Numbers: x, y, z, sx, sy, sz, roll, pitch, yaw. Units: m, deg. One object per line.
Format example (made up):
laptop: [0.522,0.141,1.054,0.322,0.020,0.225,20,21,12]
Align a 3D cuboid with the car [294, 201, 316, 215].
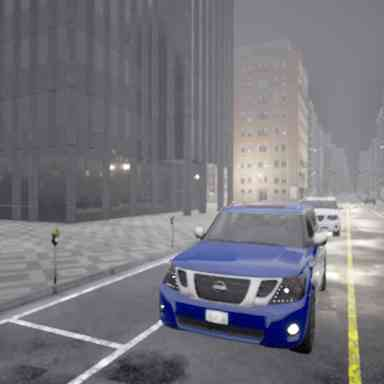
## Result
car: [12.800,1.736,37.546,1.947,1.339,4.313,0,0,25]

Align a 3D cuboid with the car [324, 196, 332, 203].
car: [33.698,1.812,82.350,1.752,1.417,4.829,0,0,25]

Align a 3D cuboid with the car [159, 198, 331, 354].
car: [1.480,1.253,6.747,2.150,2.045,5.566,0,0,25]

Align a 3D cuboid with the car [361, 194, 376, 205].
car: [36.706,1.600,68.625,2.192,1.841,5.009,0,0,25]

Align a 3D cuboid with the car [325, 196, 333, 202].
car: [36.088,1.821,87.475,1.752,1.417,4.829,0,0,25]

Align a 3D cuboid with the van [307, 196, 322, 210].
van: [17.570,1.557,47.771,1.690,1.788,3.998,0,0,25]

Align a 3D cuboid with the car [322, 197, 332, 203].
car: [31.380,1.845,77.379,1.947,1.339,4.313,0,0,25]

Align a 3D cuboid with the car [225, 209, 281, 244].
car: [3.265,1.656,17.101,1.802,1.307,4.206,0,0,25]

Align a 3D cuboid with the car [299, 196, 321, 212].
car: [15.185,1.509,42.659,2.192,1.841,5.009,0,0,25]

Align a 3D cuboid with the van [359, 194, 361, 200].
van: [43.878,1.652,84.005,1.690,1.788,3.998,0,0,25]

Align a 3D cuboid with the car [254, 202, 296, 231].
car: [5.650,1.539,22.214,1.967,1.590,4.097,0,0,25]

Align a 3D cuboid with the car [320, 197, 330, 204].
car: [28.918,1.795,72.100,1.752,1.417,4.829,0,0,25]

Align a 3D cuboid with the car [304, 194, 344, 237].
car: [7.485,1.318,19.384,2.150,2.045,5.566,0,0,25]
